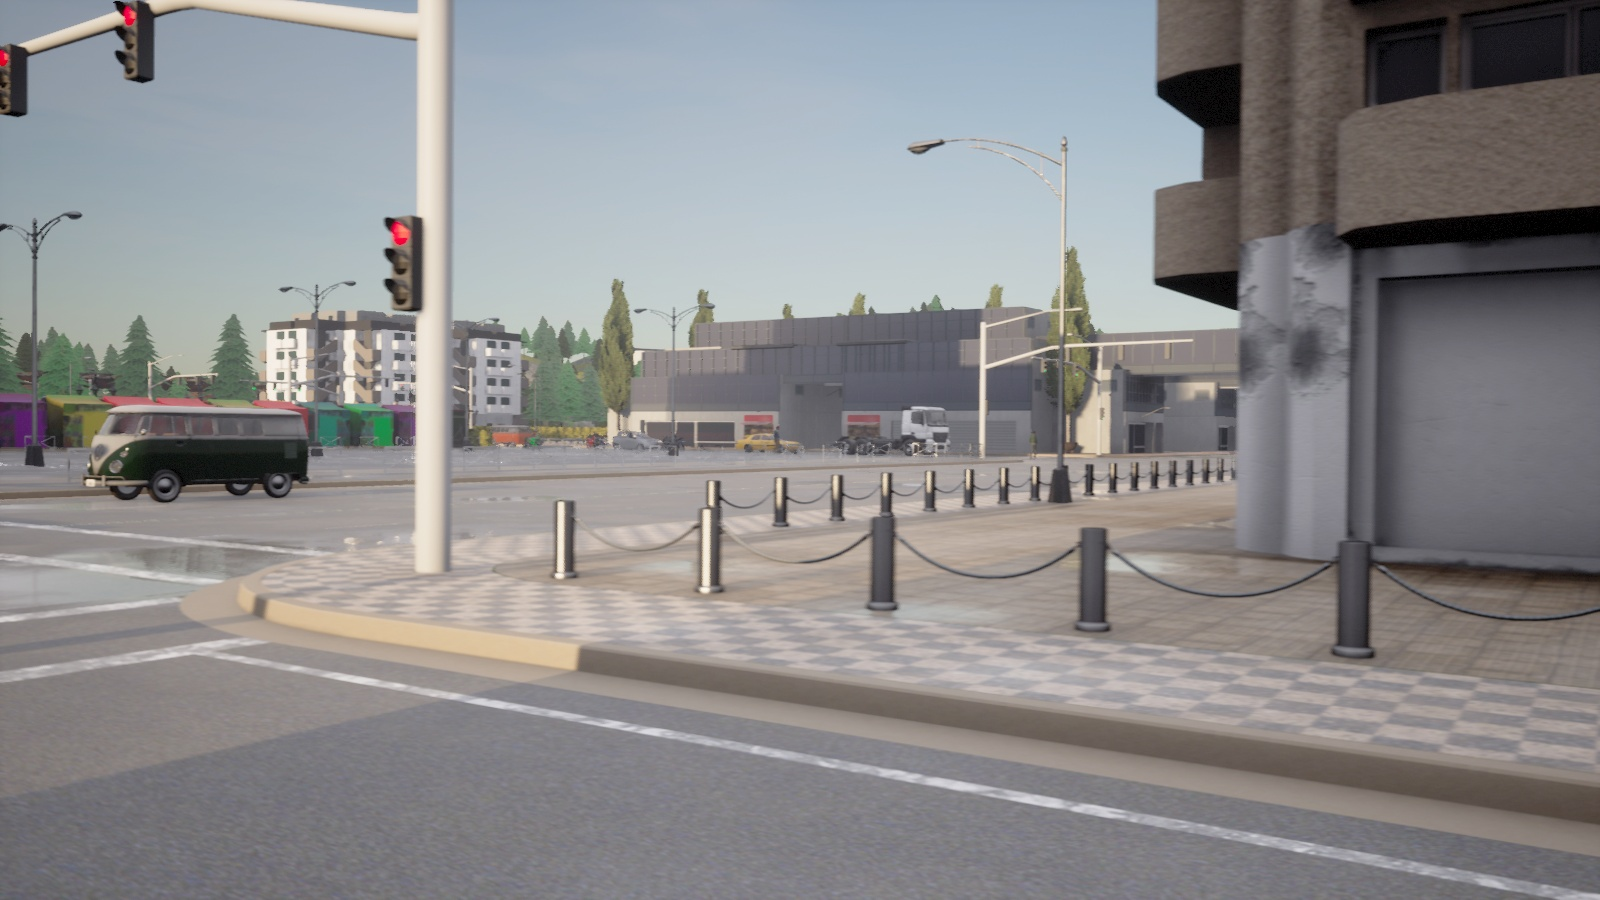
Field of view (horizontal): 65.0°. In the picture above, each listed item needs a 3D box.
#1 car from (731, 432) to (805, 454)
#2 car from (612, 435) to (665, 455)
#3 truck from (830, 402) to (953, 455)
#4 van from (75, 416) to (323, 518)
[{"bbox_3d":[-2.333,-0.504,91.522,5.366,1.575,1.801,0,1,35],"label":"car"},{"bbox_3d":[-12.126,-0.377,94.163,3.633,1.501,1.845,0,1,35],"label":"car"},{"bbox_3d":[6.165,-1.420,85.507,7.936,3.462,2.891,0,1,35],"label":"truck"},{"bbox_3d":[-12.666,0.289,26.744,1.775,1.987,4.442,0,1,34],"label":"van"}]
